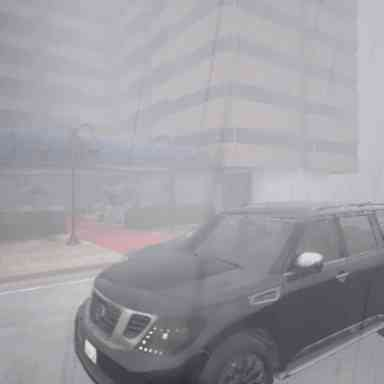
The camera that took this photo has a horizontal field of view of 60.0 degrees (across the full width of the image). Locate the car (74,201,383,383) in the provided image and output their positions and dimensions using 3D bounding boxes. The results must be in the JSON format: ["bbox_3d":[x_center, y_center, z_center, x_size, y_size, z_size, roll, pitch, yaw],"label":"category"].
[{"bbox_3d":[1.269,1.191,4.843,5.566,2.045,2.150,0,0,-35],"label":"car"}]

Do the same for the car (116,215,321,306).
[{"bbox_3d":[0.918,1.497,8.869,5.357,1.411,2.033,-1,0,-35],"label":"car"}]
